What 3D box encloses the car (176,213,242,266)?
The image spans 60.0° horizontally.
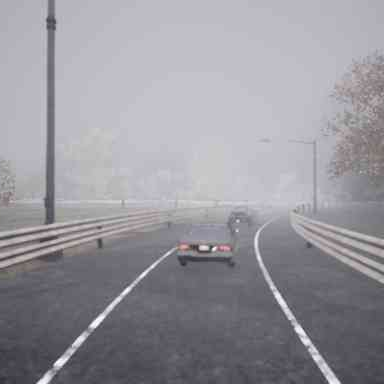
[{"bbox_3d":[0.713,1.719,12.189,2.033,1.411,5.357,0,-1,8],"label":"car"}]

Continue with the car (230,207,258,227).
[{"bbox_3d":[4.228,1.971,27.429,1.837,1.490,4.892,0,-1,18],"label":"car"}]
